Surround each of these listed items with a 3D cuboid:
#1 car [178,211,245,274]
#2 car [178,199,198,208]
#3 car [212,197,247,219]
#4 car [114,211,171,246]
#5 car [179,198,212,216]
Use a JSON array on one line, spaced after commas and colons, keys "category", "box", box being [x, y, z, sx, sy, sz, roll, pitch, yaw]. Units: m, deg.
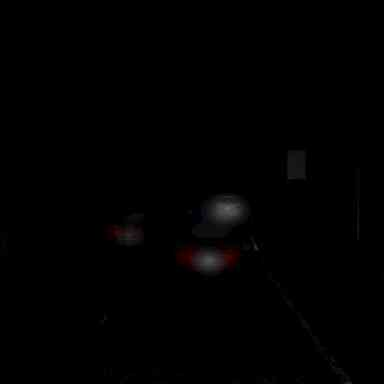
[{"category": "car", "box": [0.681, 1.588, 10.771, 1.812, 1.442, 4.674, 0, 0, 6]}, {"category": "car", "box": [-0.621, 1.871, 54.351, 1.895, 1.301, 4.718, 0, 0, 17]}, {"category": "car", "box": [3.325, 1.387, 27.773, 2.150, 2.045, 5.566, 0, 0, 12]}, {"category": "car", "box": [-2.222, 1.613, 15.785, 1.812, 1.442, 4.674, 0, 0, 7]}, {"category": "car", "box": [0.456, 1.652, 30.913, 1.882, 1.535, 5.008, 0, 0, 13]}]
